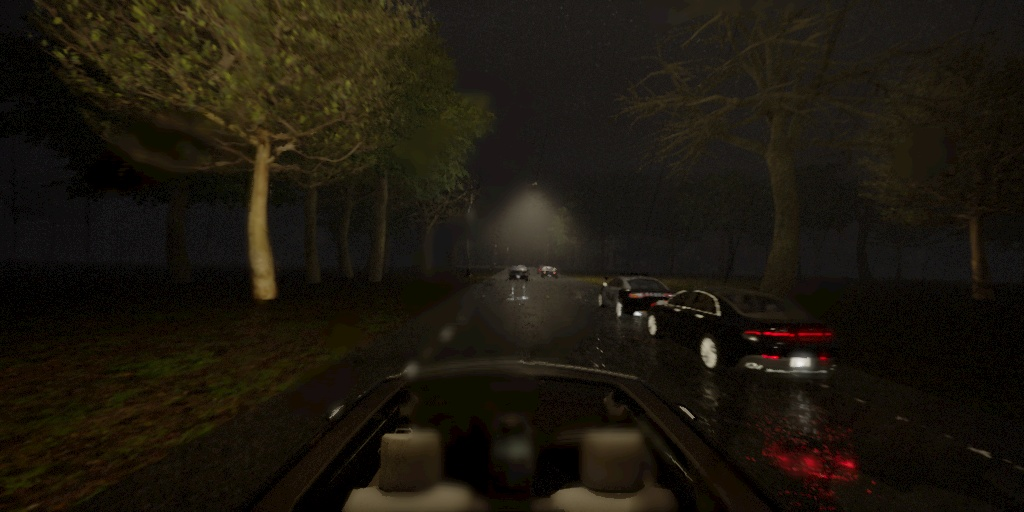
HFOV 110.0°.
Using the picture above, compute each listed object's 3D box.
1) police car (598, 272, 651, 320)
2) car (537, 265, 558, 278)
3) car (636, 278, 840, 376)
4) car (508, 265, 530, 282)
[{"bbox_3d":[4.734,1.450,14.152,1.930,1.638,5.238,2,-1,1],"label":"police car"},{"bbox_3d":[4.428,1.982,43.406,1.895,1.301,4.718,2,-1,2],"label":"car"},{"bbox_3d":[4.591,1.454,8.044,1.837,1.490,4.892,2,-1,1],"label":"car"},{"bbox_3d":[0.661,1.662,34.978,2.128,1.511,4.902,2,-1,1],"label":"car"}]
